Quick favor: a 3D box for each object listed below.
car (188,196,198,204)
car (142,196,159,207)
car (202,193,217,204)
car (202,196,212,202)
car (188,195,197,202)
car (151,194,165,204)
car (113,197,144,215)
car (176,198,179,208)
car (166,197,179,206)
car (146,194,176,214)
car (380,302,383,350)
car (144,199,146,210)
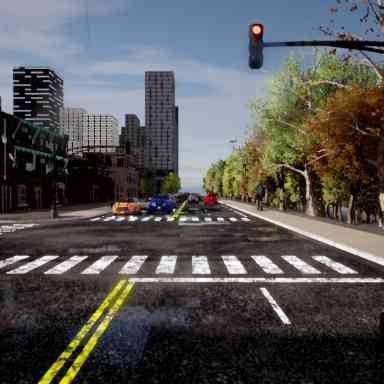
[{"bbox_3d":[0.233,1.578,61.685,1.895,1.301,4.718,0,0,0],"label":"car"},{"bbox_3d":[-6.472,1.473,52.726,2.128,1.511,4.902,0,0,0],"label":"car"},{"bbox_3d":[3.484,1.199,61.820,2.150,2.045,5.566,0,0,0],"label":"car"},{"bbox_3d":[3.416,1.523,75.928,1.994,1.385,4.181,0,0,0],"label":"car"},{"bbox_3d":[0.162,1.510,75.670,2.033,1.411,5.357,0,0,0],"label":"car"},{"bbox_3d":[-6.419,1.329,62.782,2.097,1.767,4.553,0,0,1],"label":"car"},{"bbox_3d":[-6.550,1.342,33.736,2.097,1.767,4.553,0,0,1],"label":"car"},{"bbox_3d":[-3.232,1.337,45.576,2.097,1.767,4.553,0,0,0],"label":"car"},{"bbox_3d":[-3.216,1.581,54.917,1.895,1.301,4.718,0,0,0],"label":"car"},{"bbox_3d":[-3.261,1.210,35.885,2.150,2.045,5.566,0,0,0],"label":"car"},{"bbox_3d":[3.357,1.491,2.396,2.128,1.511,4.902,0,0,0],"label":"car"},{"bbox_3d":[-6.492,1.587,42.722,1.895,1.301,4.718,0,0,0],"label":"car"}]
